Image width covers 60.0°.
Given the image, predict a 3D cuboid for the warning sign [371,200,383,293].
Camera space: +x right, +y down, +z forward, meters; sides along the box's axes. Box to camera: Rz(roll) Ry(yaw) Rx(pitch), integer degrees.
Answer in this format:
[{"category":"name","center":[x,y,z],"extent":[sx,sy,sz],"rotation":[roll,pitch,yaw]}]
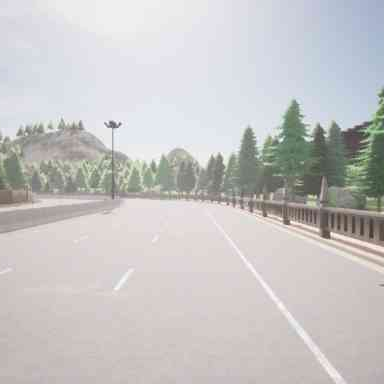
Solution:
[{"category":"warning sign","center":[4.550,1.112,6.715],"extent":[1.300,1.860,1.060],"rotation":[0,0,0]}]
